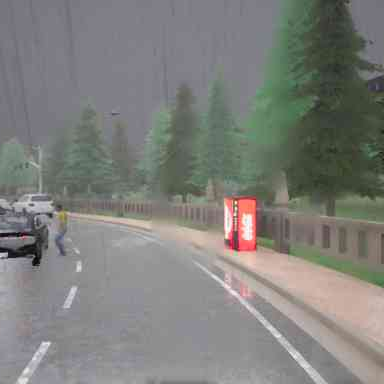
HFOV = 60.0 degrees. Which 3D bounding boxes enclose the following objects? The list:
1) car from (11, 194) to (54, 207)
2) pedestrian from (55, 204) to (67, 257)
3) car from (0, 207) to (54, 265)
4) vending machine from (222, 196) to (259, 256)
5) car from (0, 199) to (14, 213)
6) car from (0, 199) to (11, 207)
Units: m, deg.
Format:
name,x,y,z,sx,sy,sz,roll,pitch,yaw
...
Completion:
name,x,y,z,sx,sy,sz,roll,pitch,yaw
car,-13.815,1.218,28.850,2.150,2.045,5.566,0,0,-42
pedestrian,-4.499,1.294,11.527,0.375,1.860,0.375,0,0,-21
car,-5.966,1.491,11.260,2.128,1.511,4.902,0,0,-20
vending machine,1.783,1.195,12.299,1.100,2.100,0.880,0,0,-19
car,-21.491,1.526,37.206,1.812,1.442,4.674,0,0,-42
car,-15.617,1.503,25.434,1.837,1.490,4.892,0,0,-41
